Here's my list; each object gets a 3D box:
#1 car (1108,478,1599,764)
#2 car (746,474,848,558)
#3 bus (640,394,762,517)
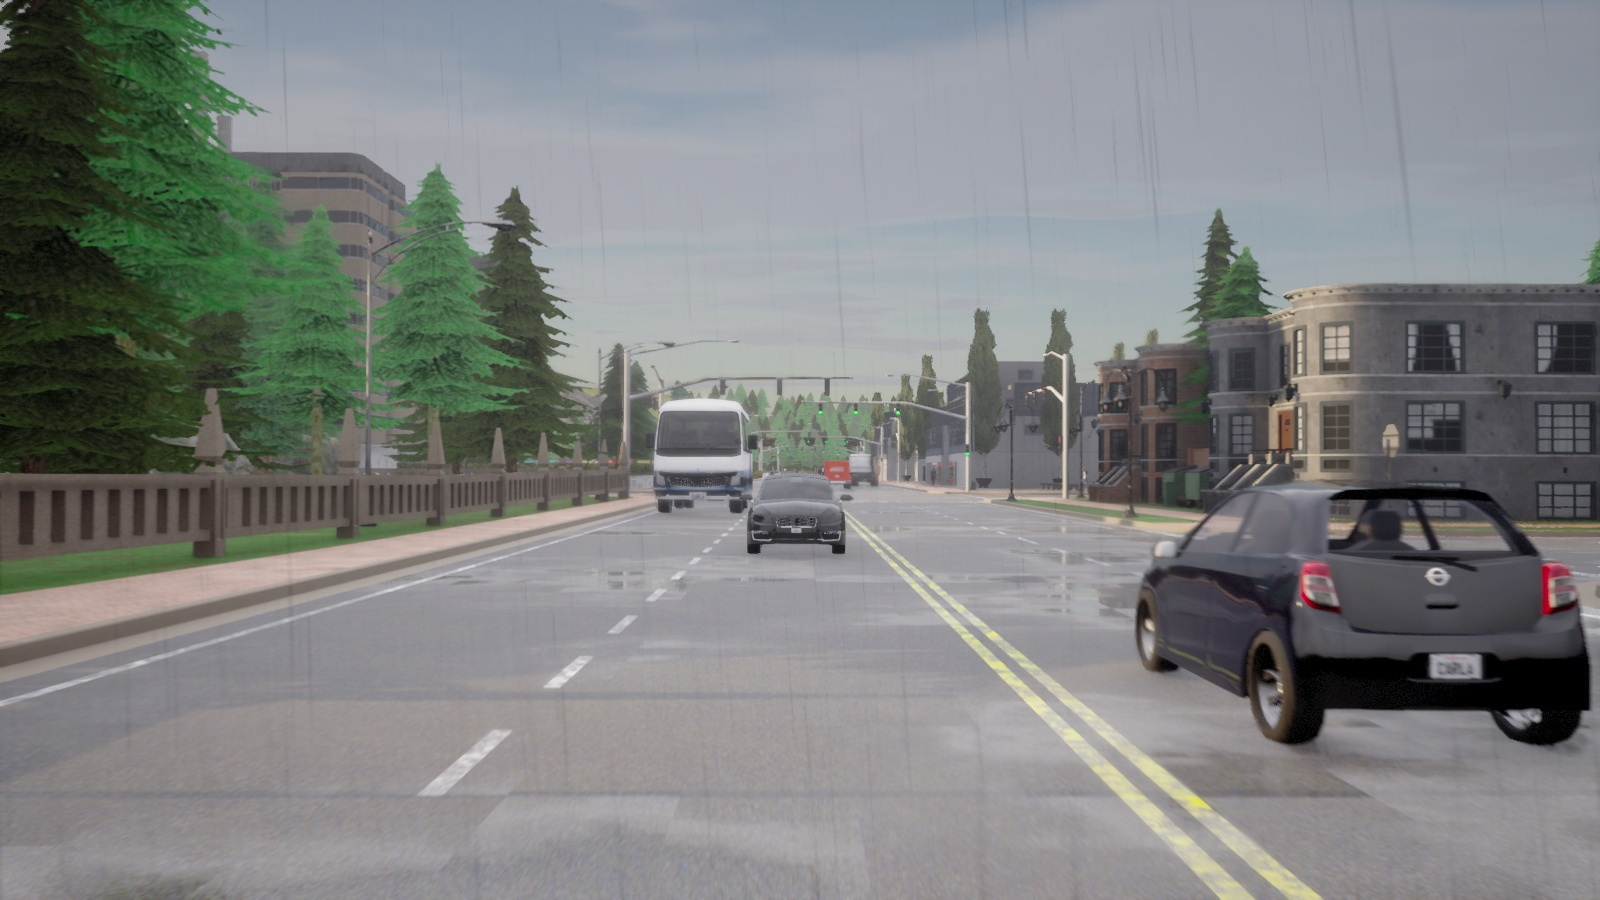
[{"bbox_3d":[3.479,0.958,8.564,1.845,1.501,3.633,0,-1,0],"label":"car"},{"bbox_3d":[-0.061,1.239,25.009,1.837,1.490,4.892,0,-1,0],"label":"car"},{"bbox_3d":[-3.624,0.272,48.921,3.944,4.253,10.273,0,-1,0],"label":"bus"}]
